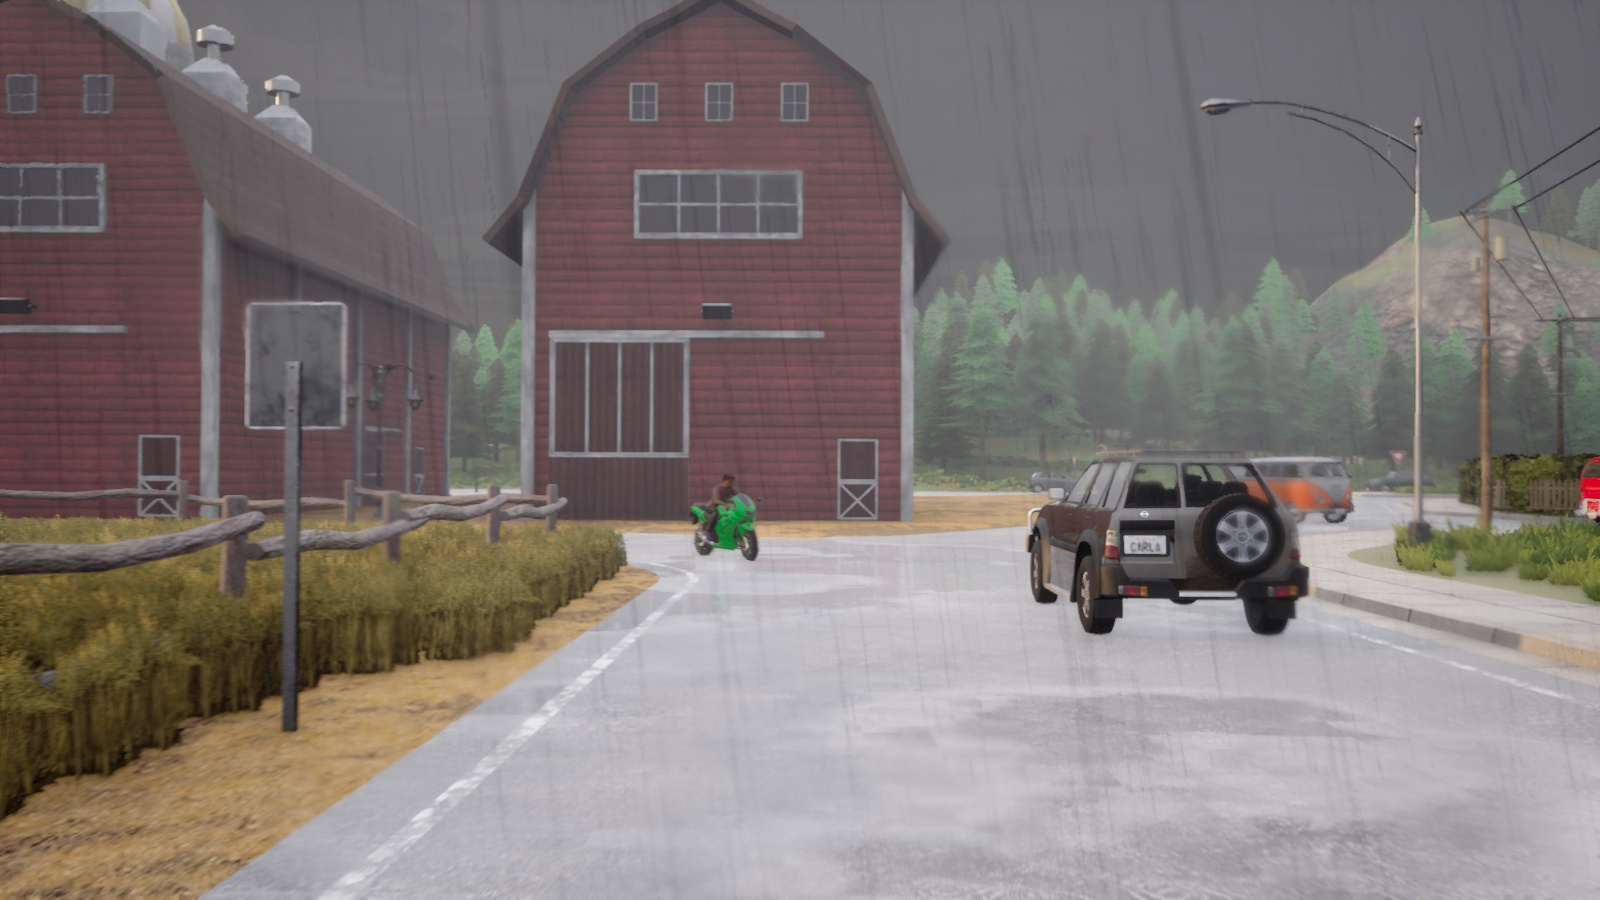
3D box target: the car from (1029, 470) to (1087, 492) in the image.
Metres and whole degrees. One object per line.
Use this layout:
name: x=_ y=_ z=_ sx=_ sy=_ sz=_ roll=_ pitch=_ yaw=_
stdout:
car: x=17.684 y=2.122 z=86.236 sx=3.633 sy=1.501 sz=1.845 roll=0 pitch=-1 yaw=1

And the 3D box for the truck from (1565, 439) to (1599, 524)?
truck: x=25.790 y=0.877 z=36.705 sx=5.204 sy=2.467 sz=2.627 roll=-1 pitch=-1 yaw=-1

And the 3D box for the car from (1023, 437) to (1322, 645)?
car: x=3.736 y=0.854 z=13.527 sx=1.932 sy=1.855 sz=4.605 roll=0 pitch=-1 yaw=1

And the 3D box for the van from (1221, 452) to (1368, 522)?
van: x=15.054 y=1.102 z=38.511 sx=1.775 sy=1.987 sz=4.442 roll=-1 pitch=-1 yaw=-18

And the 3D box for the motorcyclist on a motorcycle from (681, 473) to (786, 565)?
motorcyclist on a motorcycle: x=-1.197 y=1.178 z=22.160 sx=0.797 sy=1.523 sz=2.044 roll=-2 pitch=0 yaw=-37
